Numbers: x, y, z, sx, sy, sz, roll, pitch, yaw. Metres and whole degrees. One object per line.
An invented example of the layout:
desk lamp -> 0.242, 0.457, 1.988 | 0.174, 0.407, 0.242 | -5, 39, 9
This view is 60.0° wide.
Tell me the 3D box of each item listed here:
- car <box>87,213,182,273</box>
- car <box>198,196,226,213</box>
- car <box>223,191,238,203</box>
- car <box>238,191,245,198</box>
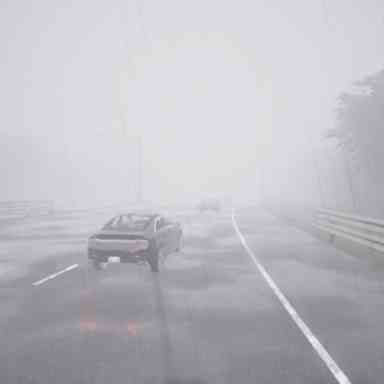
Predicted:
car -> -1.525, 1.393, 10.428 | 2.128, 1.511, 4.902 | 0, 1, 8
car -> 1.860, 1.303, 31.961 | 1.895, 1.301, 4.718 | 0, 1, 10
car -> 5.853, 1.045, 54.284 | 2.033, 1.411, 5.357 | 0, 1, 11
car -> 11.376, 0.886, 81.604 | 1.895, 1.301, 4.718 | 0, 0, 12
